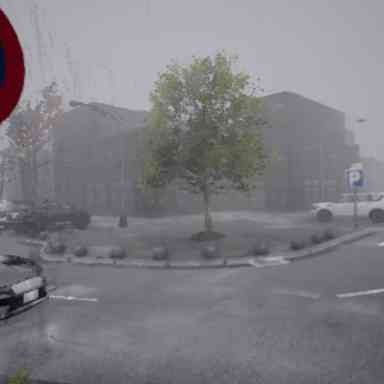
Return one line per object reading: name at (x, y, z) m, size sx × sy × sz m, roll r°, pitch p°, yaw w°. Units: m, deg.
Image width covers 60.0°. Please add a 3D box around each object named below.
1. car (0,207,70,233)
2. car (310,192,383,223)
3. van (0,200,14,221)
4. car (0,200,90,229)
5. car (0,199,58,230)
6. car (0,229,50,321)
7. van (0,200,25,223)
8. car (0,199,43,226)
car at (-11.239, 1.859, 23.592) m, size 2.163 × 1.488 × 4.792 m, roll -1°, pitch -1°, yaw 23°
car at (11.369, 1.088, 23.704) m, size 5.566 × 2.045 × 2.435 m, roll -2°, pitch -1°, yaw 25°
van at (-19.763, 1.816, 31.905) m, size 1.878 × 1.987 × 4.442 m, roll -1°, pitch -1°, yaw 24°
car at (-9.107, 1.526, 21.609) m, size 2.435 × 2.045 × 5.566 m, roll -1°, pitch -1°, yaw 24°
car at (-13.394, 1.631, 25.638) m, size 2.435 × 2.045 × 5.566 m, roll -1°, pitch -1°, yaw 24°
car at (-5.244, 1.654, 6.632) m, size 4.902 × 1.511 × 2.128 m, roll -1°, pitch 0°, yaw 16°
van at (-17.623, 1.764, 29.861) m, size 1.878 × 1.987 × 4.442 m, roll -1°, pitch -1°, yaw 24°
car at (-15.532, 1.684, 27.683) m, size 2.435 × 2.045 × 5.566 m, roll -1°, pitch -1°, yaw 24°
